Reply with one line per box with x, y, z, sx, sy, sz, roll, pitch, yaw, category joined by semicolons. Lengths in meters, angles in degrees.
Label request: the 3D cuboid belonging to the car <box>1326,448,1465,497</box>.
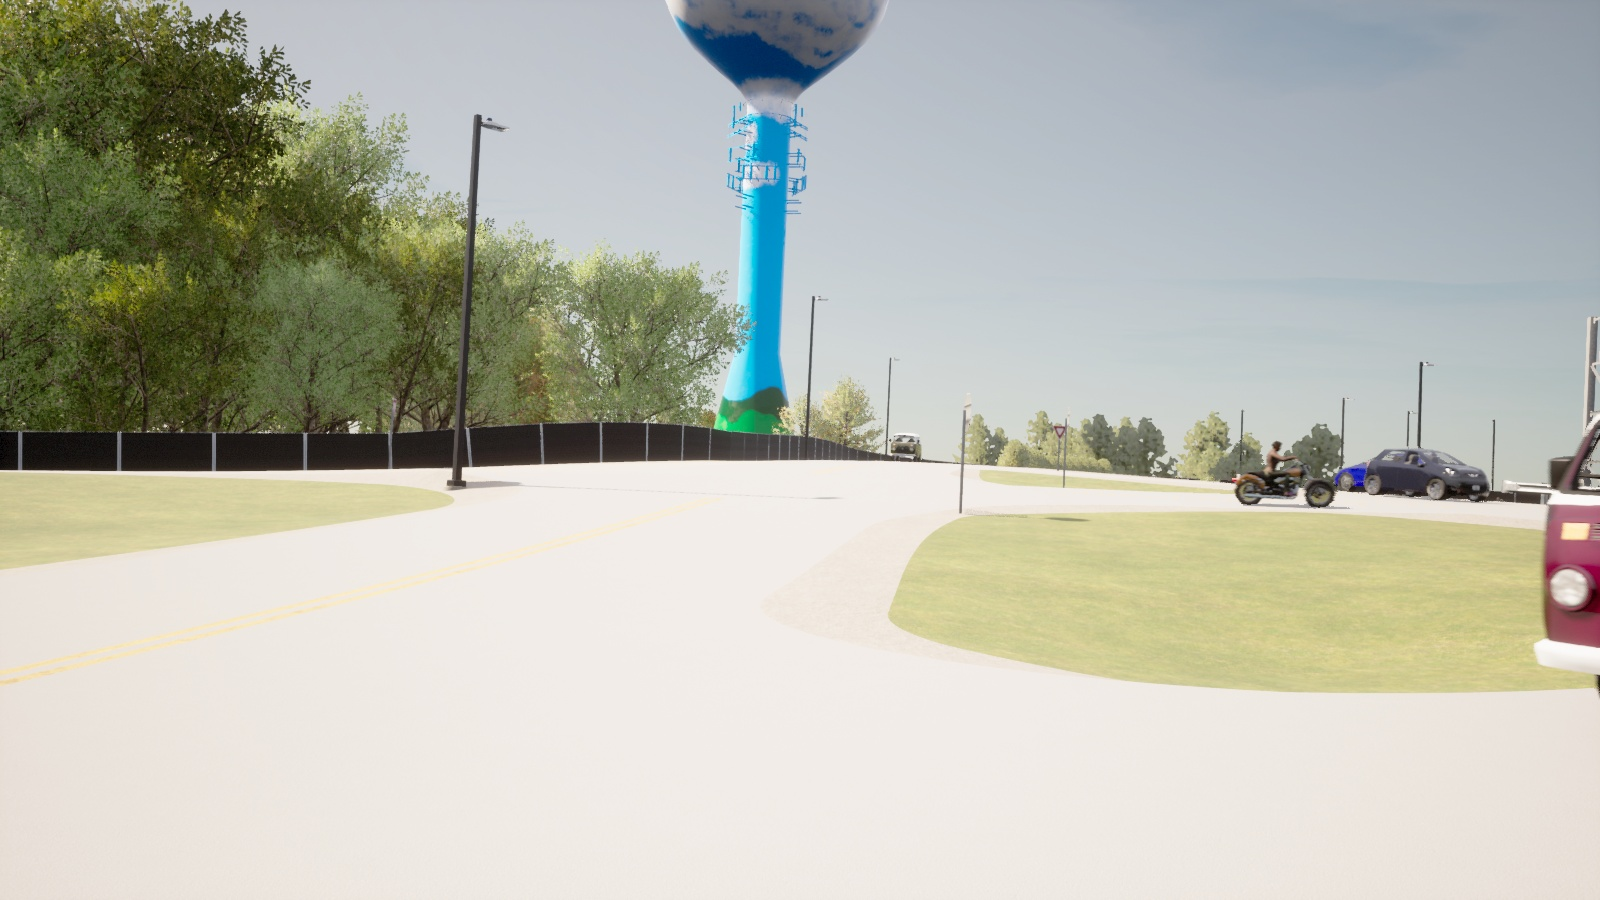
20.534;0.742;43.503;1.816;1.474;4.193;3;0;-20;car

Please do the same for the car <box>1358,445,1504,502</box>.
18.820;0.676;37.623;1.845;1.501;3.633;3;0;-17;car

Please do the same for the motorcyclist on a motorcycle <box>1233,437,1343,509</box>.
11.876;0.542;30.644;2.350;1.649;0.766;2;1;10;motorcyclist on a motorcycle

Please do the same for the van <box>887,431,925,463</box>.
7.287;-0.197;86.118;2.069;2.038;4.480;2;0;11;van

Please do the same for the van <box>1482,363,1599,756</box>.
6.298;0.569;7.292;4.480;2.038;2.069;0;-1;-30;van
